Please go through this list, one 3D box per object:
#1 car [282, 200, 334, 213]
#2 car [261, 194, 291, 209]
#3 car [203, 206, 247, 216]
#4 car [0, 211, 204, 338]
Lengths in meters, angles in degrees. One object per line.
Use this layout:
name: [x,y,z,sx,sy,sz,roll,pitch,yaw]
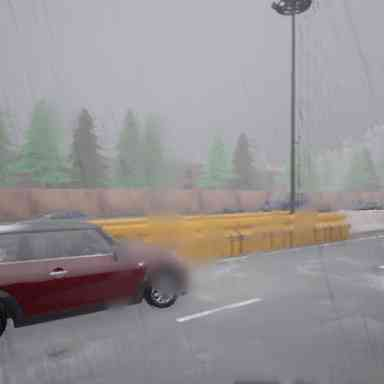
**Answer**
car: [10.514,1.639,28.607,5.357,1.411,2.033,0,0,-35]
car: [9.045,1.037,31.813,5.566,2.045,2.150,0,0,-35]
car: [2.023,1.654,22.597,4.718,1.301,1.895,0,0,-35]
car: [-2.262,1.358,6.431,4.553,1.767,2.097,0,0,-35]
